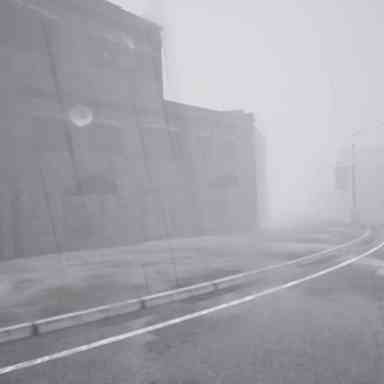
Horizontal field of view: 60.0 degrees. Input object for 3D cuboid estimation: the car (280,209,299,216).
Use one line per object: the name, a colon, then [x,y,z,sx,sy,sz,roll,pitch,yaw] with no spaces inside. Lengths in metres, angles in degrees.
car: [19.727,4.201,67.592,2.033,1.411,5.357,-3,-3,-8]
